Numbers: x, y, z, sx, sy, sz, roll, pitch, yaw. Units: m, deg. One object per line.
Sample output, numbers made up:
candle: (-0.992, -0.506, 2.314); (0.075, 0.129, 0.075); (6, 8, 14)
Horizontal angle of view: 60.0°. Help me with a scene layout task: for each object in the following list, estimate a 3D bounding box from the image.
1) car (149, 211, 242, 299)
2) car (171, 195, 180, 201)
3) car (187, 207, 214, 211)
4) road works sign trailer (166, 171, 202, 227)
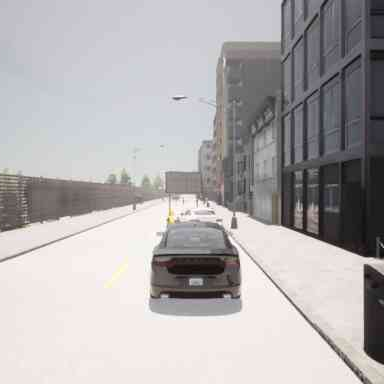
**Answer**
car: (0.070, 1.478, 8.508); (1.882, 1.535, 5.008); (0, 0, 0)
car: (-4.297, 1.505, 87.107); (1.837, 1.490, 4.892); (0, 0, 0)
car: (0.411, 1.539, 17.860); (1.812, 1.442, 4.674); (0, -1, -9)
road works sign trailer: (-0.572, 0.464, 21.342); (2.380, 3.560, 2.880); (0, 0, -17)
